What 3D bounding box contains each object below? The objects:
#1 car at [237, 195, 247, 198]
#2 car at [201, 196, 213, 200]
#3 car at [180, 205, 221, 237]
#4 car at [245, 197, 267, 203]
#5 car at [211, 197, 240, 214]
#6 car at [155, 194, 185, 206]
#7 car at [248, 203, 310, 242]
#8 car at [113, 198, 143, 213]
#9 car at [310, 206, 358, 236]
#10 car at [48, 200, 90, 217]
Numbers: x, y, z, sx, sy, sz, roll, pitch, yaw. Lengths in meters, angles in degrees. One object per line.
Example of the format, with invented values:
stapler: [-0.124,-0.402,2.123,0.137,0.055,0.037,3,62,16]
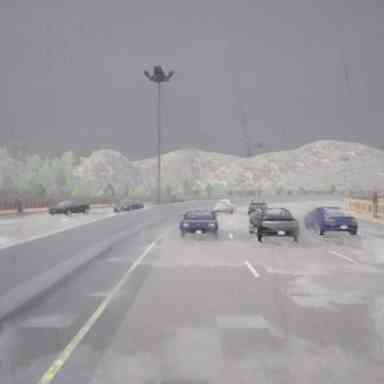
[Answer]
car: [10.983,1.460,73.962,2.033,1.411,5.357,0,0,37]
car: [3.681,1.585,69.660,1.895,1.301,4.718,0,0,31]
car: [0.505,1.602,18.008,1.895,1.301,4.718,0,0,5]
car: [6.911,1.492,34.226,2.128,1.511,4.902,0,0,15]
car: [3.623,1.527,35.508,1.812,1.442,4.674,0,0,15]
car: [-2.491,1.222,40.181,2.150,2.045,5.566,0,0,18]
car: [3.902,1.492,16.357,2.128,1.511,4.902,0,0,4]
car: [-7.008,1.507,36.960,1.837,1.490,4.892,0,0,15]
car: [7.578,1.526,18.452,1.812,1.442,4.674,0,0,5]
car: [-11.735,1.479,32.069,1.882,1.535,5.008,0,0,12]
